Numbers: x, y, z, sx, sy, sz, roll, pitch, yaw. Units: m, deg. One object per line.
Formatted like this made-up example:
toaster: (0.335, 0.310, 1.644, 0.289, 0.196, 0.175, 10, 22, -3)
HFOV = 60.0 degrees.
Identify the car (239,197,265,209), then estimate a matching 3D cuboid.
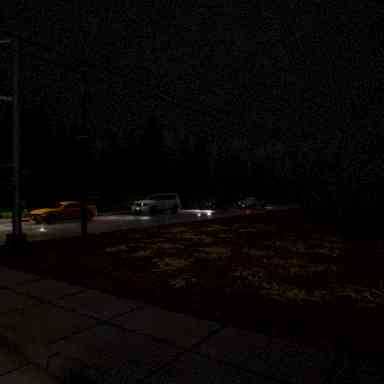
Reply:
car: (7.557, 1.399, 41.836, 1.812, 1.442, 4.674, 0, 0, 37)

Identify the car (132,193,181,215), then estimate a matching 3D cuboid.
car: (-3.425, 1.174, 33.246, 2.150, 2.045, 5.566, 0, 0, 36)

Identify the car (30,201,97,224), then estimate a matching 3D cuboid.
car: (-9.542, 1.484, 25.007, 1.882, 1.535, 5.008, 0, 0, 37)

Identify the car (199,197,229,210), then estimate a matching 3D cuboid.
car: (2.799, 1.403, 41.602, 1.837, 1.490, 4.892, 0, 0, 37)
